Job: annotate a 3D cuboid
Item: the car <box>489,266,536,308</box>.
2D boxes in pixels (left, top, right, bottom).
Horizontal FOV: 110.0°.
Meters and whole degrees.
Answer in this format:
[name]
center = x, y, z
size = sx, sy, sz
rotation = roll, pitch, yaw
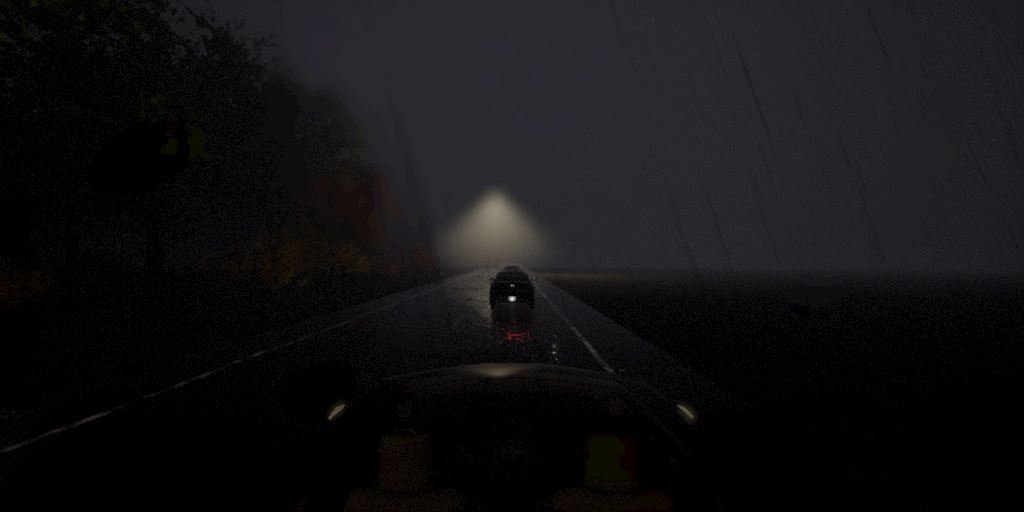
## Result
[car]
center = 0.015, 1.394, 16.149
size = 1.837, 1.490, 4.892
rotation = 0, 0, 0
